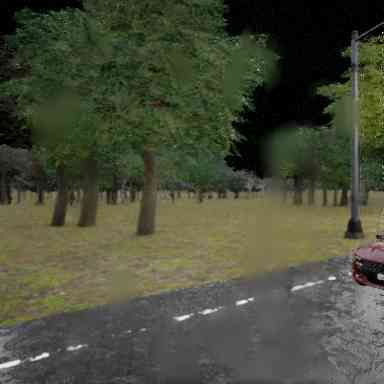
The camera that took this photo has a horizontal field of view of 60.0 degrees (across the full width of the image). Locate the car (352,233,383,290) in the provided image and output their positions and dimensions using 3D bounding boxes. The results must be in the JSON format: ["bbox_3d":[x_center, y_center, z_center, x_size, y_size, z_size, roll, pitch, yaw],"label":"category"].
[{"bbox_3d":[5.938,1.470,8.236,5.008,1.535,1.882,0,0,-36],"label":"car"}]
